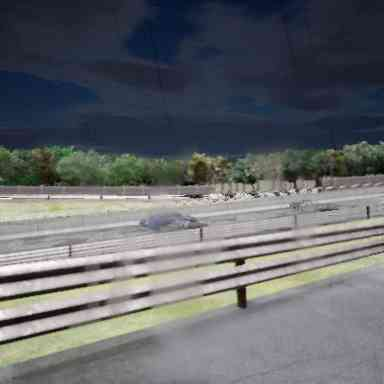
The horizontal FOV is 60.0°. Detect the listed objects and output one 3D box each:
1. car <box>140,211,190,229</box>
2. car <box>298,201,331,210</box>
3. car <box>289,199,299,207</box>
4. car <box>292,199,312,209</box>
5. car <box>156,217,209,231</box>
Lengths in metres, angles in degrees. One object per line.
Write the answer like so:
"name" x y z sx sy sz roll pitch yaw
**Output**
"car" -2.129 3.029 35.234 5.566 2.045 2.150 -4 2 -25
"car" 15.628 2.092 39.837 4.902 1.511 2.128 -4 2 -25
"car" 16.208 1.726 47.870 4.892 1.490 1.837 -4 2 -25
"car" 15.950 1.989 43.870 4.718 1.301 1.895 -4 2 -25
"car" -0.597 3.428 32.091 4.718 1.301 1.895 -4 2 -25
